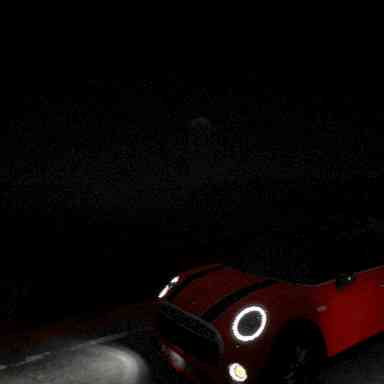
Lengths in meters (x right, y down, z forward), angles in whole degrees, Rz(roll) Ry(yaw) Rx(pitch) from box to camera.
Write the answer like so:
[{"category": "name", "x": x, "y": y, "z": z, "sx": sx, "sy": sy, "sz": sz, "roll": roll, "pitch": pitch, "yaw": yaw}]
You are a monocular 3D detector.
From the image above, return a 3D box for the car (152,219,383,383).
[{"category": "car", "x": 1.668, "y": 1.357, "z": 5.141, "sx": 4.553, "sy": 1.767, "sz": 2.097, "roll": 0, "pitch": 0, "yaw": -35}]
